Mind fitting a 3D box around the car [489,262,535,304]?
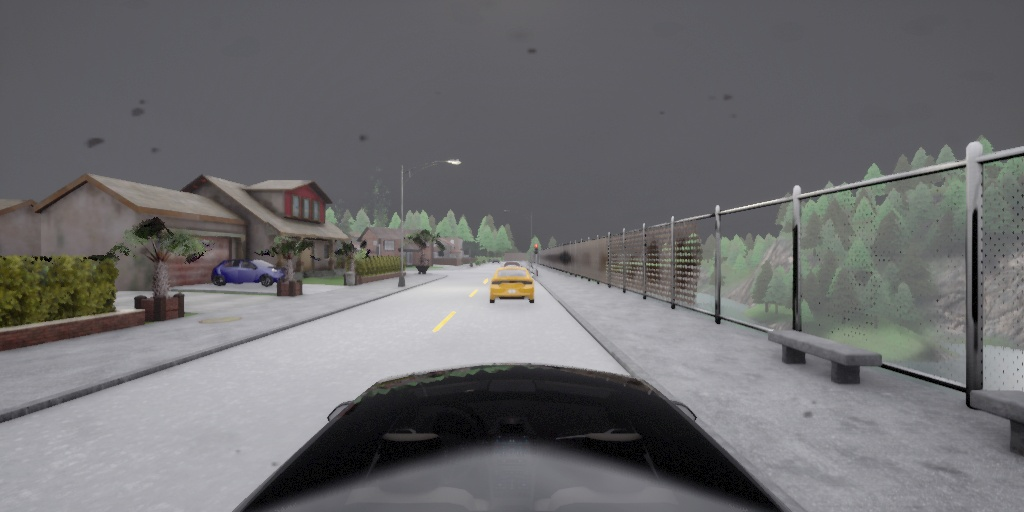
[{"bbox_3d":[0.000,1.234,16.500,1.882,1.535,5.008,0,0,0],"label":"car"}]
